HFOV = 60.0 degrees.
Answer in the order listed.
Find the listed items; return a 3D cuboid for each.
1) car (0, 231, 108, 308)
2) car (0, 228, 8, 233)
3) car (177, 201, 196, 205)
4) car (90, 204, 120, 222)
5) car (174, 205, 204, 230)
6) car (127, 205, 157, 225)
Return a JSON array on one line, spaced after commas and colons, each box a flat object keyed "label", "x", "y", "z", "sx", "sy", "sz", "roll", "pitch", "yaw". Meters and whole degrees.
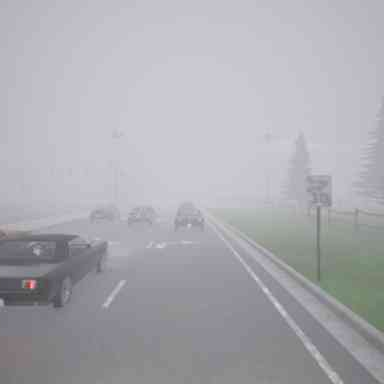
[{"label": "car", "x": -3.436, "y": 1.664, "z": 8.035, "sx": 1.895, "sy": 1.301, "sz": 4.718, "roll": 0, "pitch": 0, "yaw": -1}, {"label": "car", "x": -6.965, "y": 1.683, "z": 10.618, "sx": 1.895, "sy": 1.301, "sz": 4.718, "roll": 0, "pitch": 0, "yaw": -1}, {"label": "car", "x": -0.645, "y": 1.809, "z": 39.458, "sx": 1.837, "sy": 1.490, "sz": 4.892, "roll": 0, "pitch": -1, "yaw": -1}, {"label": "car", "x": -7.363, "y": 1.745, "z": 28.358, "sx": 1.812, "sy": 1.442, "sz": 4.674, "roll": 0, "pitch": 0, "yaw": -1}, {"label": "car", "x": -0.218, "y": 1.777, "z": 22.693, "sx": 1.895, "sy": 1.301, "sz": 4.718, "roll": 0, "pitch": 0, "yaw": -1}, {"label": "car", "x": -3.792, "y": 1.747, "z": 25.736, "sx": 2.033, "sy": 1.411, "sz": 5.357, "roll": 0, "pitch": 0, "yaw": -1}]
